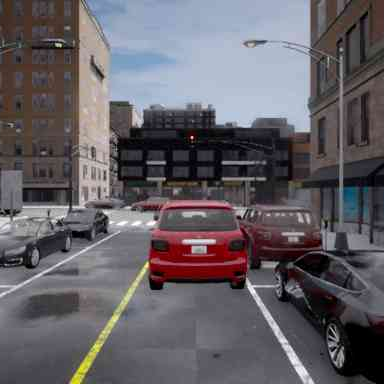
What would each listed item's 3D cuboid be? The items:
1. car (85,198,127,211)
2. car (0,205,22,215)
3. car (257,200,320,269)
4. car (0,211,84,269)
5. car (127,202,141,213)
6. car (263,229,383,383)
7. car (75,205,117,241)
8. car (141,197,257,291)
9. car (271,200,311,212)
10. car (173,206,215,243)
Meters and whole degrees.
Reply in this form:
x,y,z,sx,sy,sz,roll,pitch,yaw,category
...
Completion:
x,y,z,sx,sy,sz,roll,pitch,yaw,category
-10.028,1.448,38.928,4.902,1.511,2.128,0,0,0,car
-17.512,1.522,28.939,4.718,1.301,1.895,0,0,0,car
2.637,1.314,11.035,2.192,1.841,5.009,0,0,0,car
-5.388,1.550,11.036,2.008,1.369,4.403,0,0,0,car
-4.242,1.336,35.702,4.553,1.767,2.097,0,0,0,car
2.636,1.565,5.372,1.947,1.339,4.313,0,0,0,car
-5.387,1.565,16.698,1.947,1.339,4.313,0,0,0,car
0.080,1.221,9.194,2.150,2.045,5.566,0,0,-1,car
11.566,1.628,39.021,4.181,1.385,1.994,0,0,0,car
0.092,1.525,16.952,1.812,1.442,4.674,0,0,0,car
